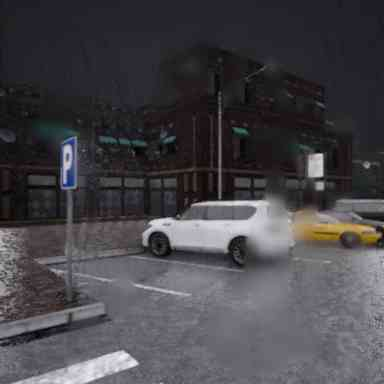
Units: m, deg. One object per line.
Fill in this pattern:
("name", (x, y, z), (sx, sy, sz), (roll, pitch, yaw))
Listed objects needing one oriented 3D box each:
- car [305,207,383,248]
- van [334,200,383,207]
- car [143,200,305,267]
("car", (5.765, 1.615, 15.578), (5.366, 1.575, 1.946), (-1, -2, 32))
("van", (10.251, 1.431, 19.421), (4.442, 1.987, 1.878), (-1, -1, 32))
("car", (0.832, 1.336, 11.998), (5.566, 2.045, 2.435), (-1, -1, 32))
